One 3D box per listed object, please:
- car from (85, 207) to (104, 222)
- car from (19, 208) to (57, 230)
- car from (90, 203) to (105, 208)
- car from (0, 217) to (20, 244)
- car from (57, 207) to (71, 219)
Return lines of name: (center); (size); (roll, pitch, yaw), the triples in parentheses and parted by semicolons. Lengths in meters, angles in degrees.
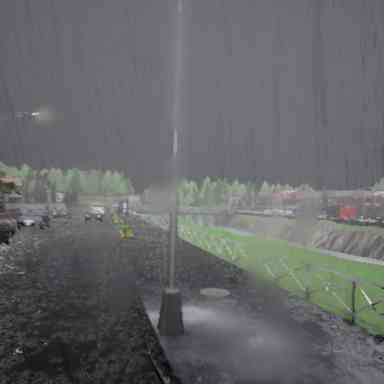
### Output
car: (-11.367, 2.761, 38.651); (1.895, 1.301, 4.718); (2, -2, -15)
car: (-12.634, 2.150, 26.817); (2.128, 1.511, 4.902); (2, -2, -14)
car: (-14.902, 2.804, 52.389); (2.150, 2.045, 5.566); (2, -2, -14)
car: (-9.645, 1.902, 15.203); (1.895, 1.301, 4.718); (2, -2, -14)
car: (-16.661, 2.663, 42.761); (1.837, 1.490, 4.892); (2, -3, -14)
